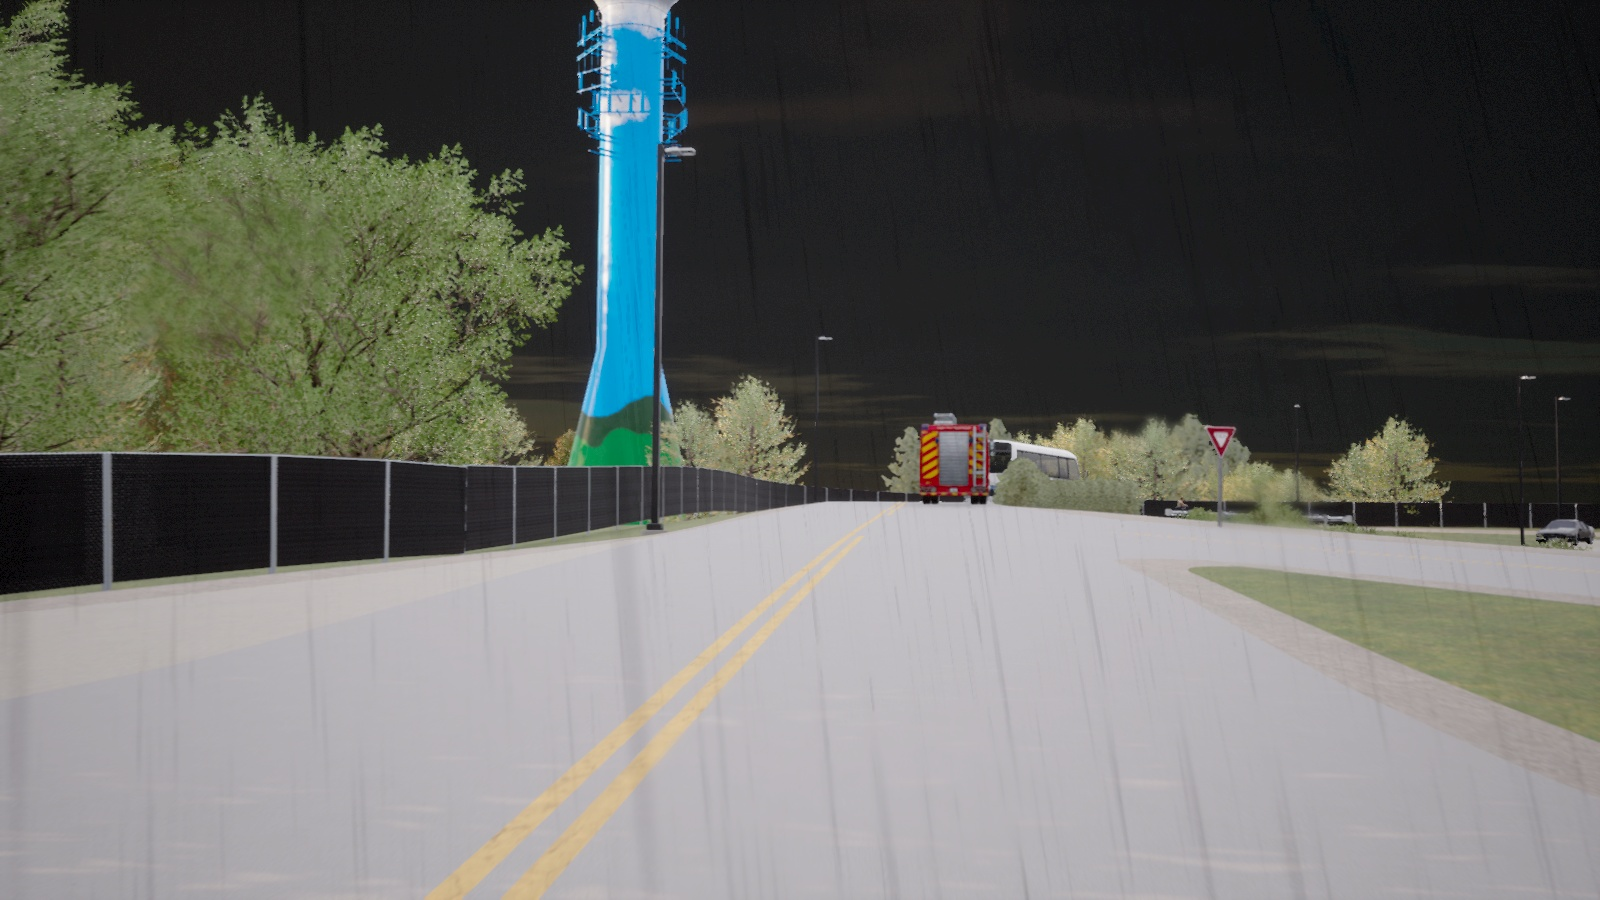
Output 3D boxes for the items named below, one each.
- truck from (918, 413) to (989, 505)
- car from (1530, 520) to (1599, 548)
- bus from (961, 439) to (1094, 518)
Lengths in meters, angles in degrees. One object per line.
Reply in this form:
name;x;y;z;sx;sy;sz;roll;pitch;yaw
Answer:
truck;7.015;0.479;56.387;2.891;3.827;8.468;0;-1;9
car;42.468;4.625;69.675;5.357;1.411;2.033;2;-3;-45
bus;14.214;1.895;77.692;3.944;4.253;10.273;-1;-5;36
